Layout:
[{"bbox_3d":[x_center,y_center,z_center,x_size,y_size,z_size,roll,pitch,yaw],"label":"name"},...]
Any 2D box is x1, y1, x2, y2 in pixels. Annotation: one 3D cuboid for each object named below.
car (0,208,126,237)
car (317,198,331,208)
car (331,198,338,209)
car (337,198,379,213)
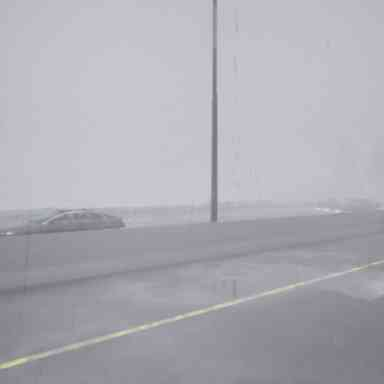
[{"bbox_3d":[-5.066,1.430,13.310,4.902,1.511,2.128,0,0,-37],"label":"car"},{"bbox_3d":[18.362,1.464,43.961,4.181,1.385,1.994,0,0,-36],"label":"car"},{"bbox_3d":[19.670,1.463,40.570,5.357,1.411,2.033,0,0,-36],"label":"car"},{"bbox_3d":[17.610,1.436,34.662,4.892,1.490,1.837,0,0,-36],"label":"car"}]
